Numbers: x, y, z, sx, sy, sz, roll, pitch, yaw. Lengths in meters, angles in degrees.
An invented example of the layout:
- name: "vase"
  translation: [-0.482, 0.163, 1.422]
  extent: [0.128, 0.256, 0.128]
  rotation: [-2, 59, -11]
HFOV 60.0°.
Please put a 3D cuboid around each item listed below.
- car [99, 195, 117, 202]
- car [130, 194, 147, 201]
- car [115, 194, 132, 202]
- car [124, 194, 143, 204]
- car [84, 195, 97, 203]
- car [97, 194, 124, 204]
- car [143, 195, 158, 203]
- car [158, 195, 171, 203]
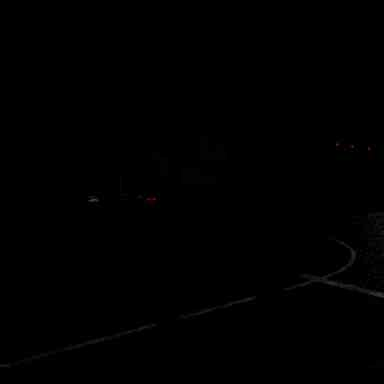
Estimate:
- name: "car"
  translation: [-17.577, 1.300, 69.374]
  extent: [2.033, 1.411, 5.357]
  rotation: [0, 0, -35]
- name: "car"
  translation: [-11.851, 1.231, 73.400]
  extent: [1.812, 1.442, 4.674]
  rotation: [0, 0, -35]
- name: "car"
  translation: [-14.714, 1.232, 71.387]
  extent: [1.837, 1.490, 4.892]
  rotation: [0, 0, -35]
- name: "car"
  translation: [-11.557, 1.362, 60.814]
  extent: [2.033, 1.411, 5.357]
  rotation: [0, 0, -35]
- name: "car"
  translation: [-20.441, 1.313, 67.362]
  extent: [2.128, 1.511, 4.902]
  rotation: [0, 0, -35]
- name: "car"
  translation: [-14.463, 1.331, 58.861]
  extent: [2.128, 1.511, 4.902]
  rotation: [0, 0, -35]
- name: "car"
  translation: [-8.822, 1.391, 63.009]
  extent: [1.895, 1.301, 4.718]
  rotation: [0, 0, -35]
- name: "car"
  translation: [-5.943, 1.256, 64.999]
  extent: [2.128, 1.511, 4.902]
  rotation: [0, 0, -35]
